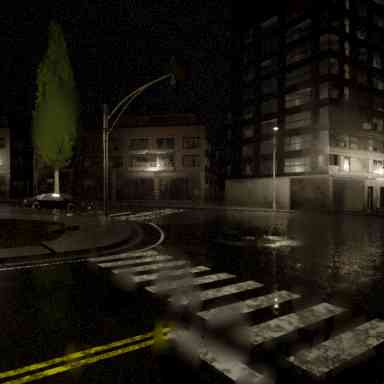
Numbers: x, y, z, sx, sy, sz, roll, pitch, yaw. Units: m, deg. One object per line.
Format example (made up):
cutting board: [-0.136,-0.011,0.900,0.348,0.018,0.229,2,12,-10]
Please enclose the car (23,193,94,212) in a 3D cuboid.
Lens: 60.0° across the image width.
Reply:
car: [-10.548,0.787,26.294,5.357,1.411,2.033,1,0,11]
